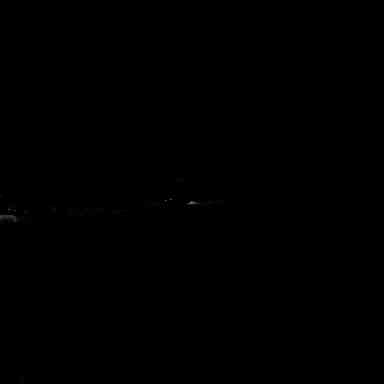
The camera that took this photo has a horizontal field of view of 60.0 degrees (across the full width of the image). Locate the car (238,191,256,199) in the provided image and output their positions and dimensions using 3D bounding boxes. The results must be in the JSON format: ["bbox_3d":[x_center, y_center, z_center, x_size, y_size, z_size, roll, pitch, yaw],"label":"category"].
[{"bbox_3d":[9.936,0.535,59.646,1.994,1.385,4.181,1,2,36],"label":"car"}]

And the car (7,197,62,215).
[{"bbox_3d":[-14.717,1.252,31.309,1.837,1.490,4.892,1,2,35],"label":"car"}]

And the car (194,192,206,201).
[{"bbox_3d":[0.412,0.713,52.559,1.994,1.385,4.181,1,2,36],"label":"car"}]

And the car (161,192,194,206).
[{"bbox_3d":[-2.082,0.972,42.708,1.994,1.385,4.181,1,2,35],"label":"car"}]

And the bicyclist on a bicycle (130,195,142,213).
[{"bbox_3d":[-5.323,1.155,31.422,1.656,1.620,0.582,-1,1,35],"label":"bicyclist on a bicycle"}]
